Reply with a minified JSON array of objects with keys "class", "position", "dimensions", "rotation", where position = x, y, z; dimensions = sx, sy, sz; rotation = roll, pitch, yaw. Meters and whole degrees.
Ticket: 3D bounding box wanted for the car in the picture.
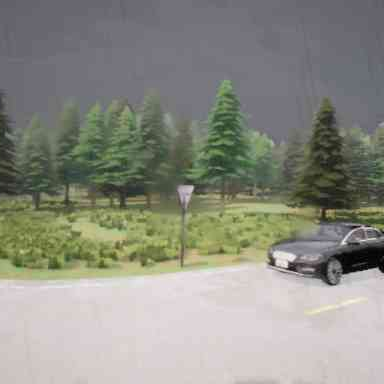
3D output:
[{"class":"car","position":[4.375,1.690,10.056],"dimensions":[4.902,1.511,2.128],"rotation":[3,-1,-34]}]
